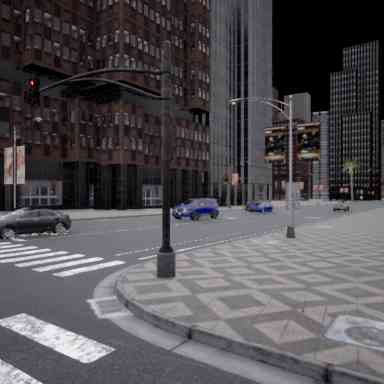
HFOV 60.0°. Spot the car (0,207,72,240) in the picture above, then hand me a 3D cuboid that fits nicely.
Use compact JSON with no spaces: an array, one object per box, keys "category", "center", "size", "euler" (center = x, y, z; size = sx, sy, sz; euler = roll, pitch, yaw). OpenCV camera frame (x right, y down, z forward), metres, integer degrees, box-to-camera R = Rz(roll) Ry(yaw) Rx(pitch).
[{"category":"car","center":[-9.015,1.672,18.260],"size":[1.837,1.490,4.892],"euler":[0,-1,35]}]

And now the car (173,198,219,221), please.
[{"category":"car","center":[0.494,1.629,31.734],"size":[2.150,2.045,5.566],"euler":[0,-1,35]}]

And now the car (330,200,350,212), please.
[{"category":"car","center":[24.184,2.430,53.688],"size":[2.033,1.411,5.357],"euler":[0,-1,34]}]

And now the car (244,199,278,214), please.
[{"category":"car","center":[9.232,2.105,44.066],"size":[1.882,1.535,5.008],"euler":[0,-1,36]}]

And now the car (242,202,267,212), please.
[{"category":"car","center":[9.444,2.261,49.937],"size":[1.994,1.385,4.181],"euler":[0,-1,36]}]

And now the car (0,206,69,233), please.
[{"category":"car","center":[-10.627,1.716,21.702],"size":[1.812,1.442,4.674],"euler":[0,-1,37]}]
